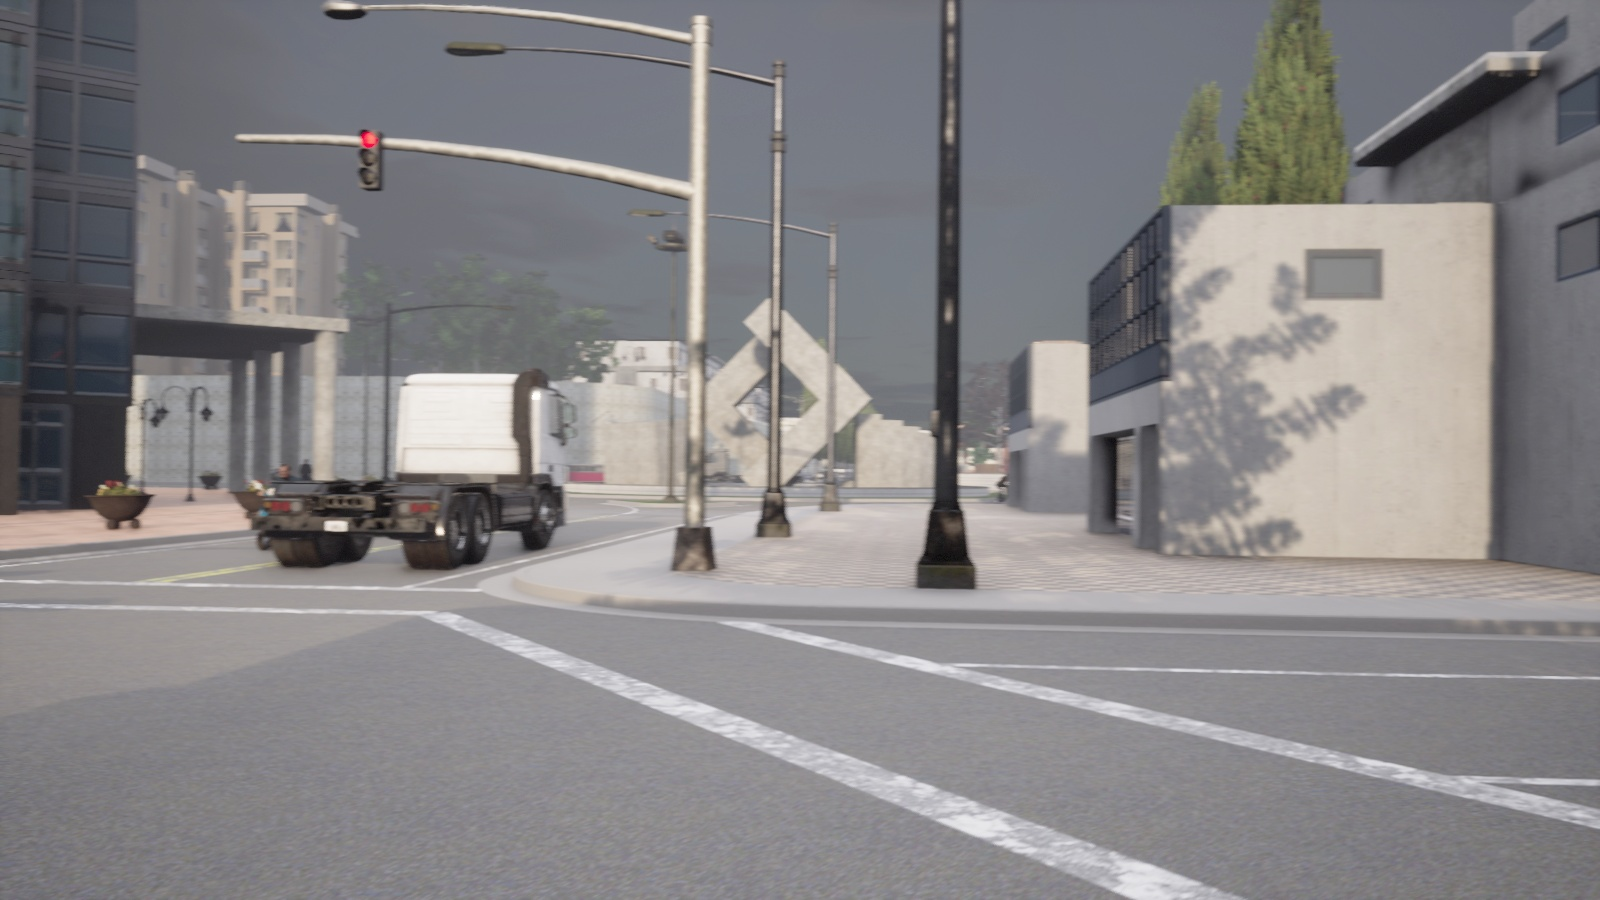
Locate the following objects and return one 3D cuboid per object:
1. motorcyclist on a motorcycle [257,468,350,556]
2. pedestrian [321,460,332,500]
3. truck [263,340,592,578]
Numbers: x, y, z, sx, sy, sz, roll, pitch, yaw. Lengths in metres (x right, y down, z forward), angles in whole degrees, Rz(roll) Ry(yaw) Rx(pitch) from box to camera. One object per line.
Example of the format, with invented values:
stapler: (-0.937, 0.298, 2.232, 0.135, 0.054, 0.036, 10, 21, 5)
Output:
motorcyclist on a motorcycle: (-9.360, 1.143, 23.752, 0.866, 1.590, 1.817, 0, -1, 6)
pedestrian: (-23.054, 1.443, 61.164, 0.423, 1.949, 0.788, 0, -1, -15)
truck: (-6.103, 0.194, 22.293, 2.891, 3.462, 7.936, 0, -1, 5)
